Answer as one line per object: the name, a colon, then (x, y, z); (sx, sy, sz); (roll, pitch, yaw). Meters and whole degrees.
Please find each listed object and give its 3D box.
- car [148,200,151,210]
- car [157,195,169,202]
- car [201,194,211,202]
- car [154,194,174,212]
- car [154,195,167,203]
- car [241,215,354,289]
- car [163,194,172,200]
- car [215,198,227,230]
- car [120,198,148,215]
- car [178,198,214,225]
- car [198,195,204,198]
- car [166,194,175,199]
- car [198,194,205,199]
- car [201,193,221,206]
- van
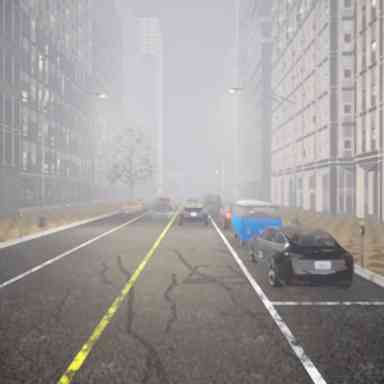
car: (-5.675, 1.395, 37.402); (2.008, 1.369, 4.403); (0, 0, 0)
car: (-5.665, 1.275, 65.863); (1.947, 1.339, 4.313); (0, 0, 0)
car: (2.716, 1.233, 66.017); (1.752, 1.417, 4.829); (0, 0, 0)
car: (-3.082, 1.324, 36.998); (1.882, 1.535, 5.008); (0, 0, 0)
car: (-5.666, 1.288, 60.171); (2.008, 1.369, 4.403); (0, 0, 0)
car: (2.696, 1.532, 8.926); (1.947, 1.339, 4.313); (0, 0, 0)
car: (-5.660, 1.232, 77.246); (1.802, 1.307, 4.206); (0, 0, 0)
car: (2.700, 1.360, 20.310); (1.967, 1.590, 4.097); (0, 0, 0)
car: (-5.677, 1.396, 31.538); (1.752, 1.417, 4.829); (0, 0, 0)
car: (0.108, 1.412, 23.045); (2.163, 1.488, 4.792); (0, 0, 0)
car: (0.115, 1.390, 41.380); (1.994, 1.385, 4.181); (0, 0, 0)
car: (-5.656, 1.140, 88.632); (2.008, 1.369, 4.403); (0, 0, 0)
car: (2.726, 1.125, 94.308); (1.947, 1.339, 4.313); (0, 0, 0)
car: (2.709, 1.134, 43.078); (2.192, 1.841, 5.009); (0, 0, 0)
van: (2.698, 1.284, 14.619); (1.690, 1.788, 3.998); (0, 0, 0)
